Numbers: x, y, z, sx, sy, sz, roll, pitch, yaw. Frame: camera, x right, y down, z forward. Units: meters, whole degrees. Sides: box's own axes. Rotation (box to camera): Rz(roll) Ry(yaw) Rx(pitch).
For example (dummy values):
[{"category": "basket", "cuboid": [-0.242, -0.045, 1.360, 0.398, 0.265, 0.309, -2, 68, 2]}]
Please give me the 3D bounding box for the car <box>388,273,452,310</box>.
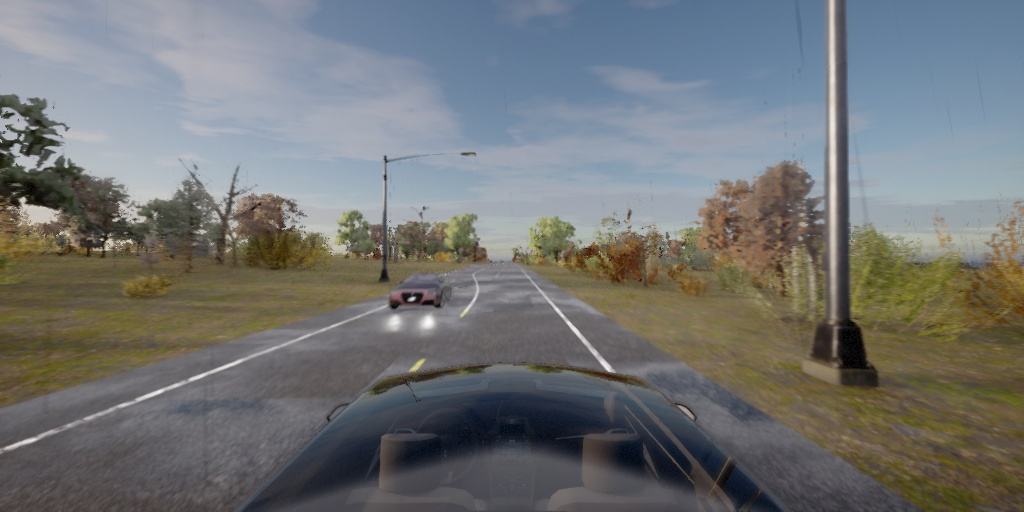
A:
[{"category": "car", "cuboid": [-3.736, 1.411, 15.254, 1.994, 1.385, 4.181, 0, 0, -1]}]
